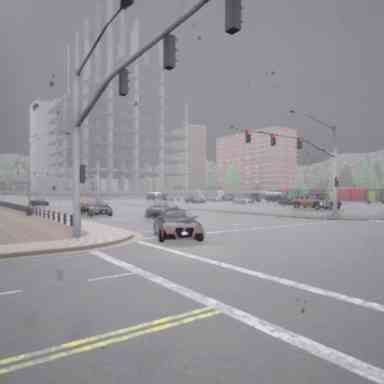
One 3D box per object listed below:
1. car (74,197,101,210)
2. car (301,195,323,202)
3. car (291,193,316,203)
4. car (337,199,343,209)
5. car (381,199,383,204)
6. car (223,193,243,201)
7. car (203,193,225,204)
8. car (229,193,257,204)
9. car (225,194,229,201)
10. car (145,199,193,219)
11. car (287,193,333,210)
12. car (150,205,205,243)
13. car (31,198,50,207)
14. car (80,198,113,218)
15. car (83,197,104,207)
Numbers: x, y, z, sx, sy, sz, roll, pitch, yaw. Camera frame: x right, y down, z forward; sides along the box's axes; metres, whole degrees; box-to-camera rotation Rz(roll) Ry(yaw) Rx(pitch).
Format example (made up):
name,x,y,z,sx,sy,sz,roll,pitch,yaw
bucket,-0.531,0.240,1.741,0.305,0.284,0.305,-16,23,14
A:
name,x,y,z,sx,sy,sz,roll,pitch,yaw
car,-13.640,1.476,43.194,1.882,1.535,5.008,0,0,-35
car,24.994,1.354,69.269,1.784,1.438,3.905,0,0,-35
car,22.593,1.144,67.647,1.932,1.855,4.605,0,0,-35
car,16.746,1.150,41.989,1.905,1.878,3.866,0,0,-35
car,32.737,1.147,53.363,1.905,1.878,3.866,0,0,-35
car,9.357,1.145,76.729,1.932,1.855,4.605,0,0,-35
car,4.834,1.388,73.464,1.970,1.475,3.806,0,0,-35
car,8.857,1.389,57.806,1.970,1.475,3.806,0,0,-35
car,7.197,1.356,75.137,1.784,1.438,3.905,0,0,-35
car,-2.177,1.562,27.115,1.994,1.385,4.181,0,0,-36
car,14.353,1.148,40.360,1.932,1.855,4.605,0,0,-35
car,-0.704,1.563,16.005,1.994,1.385,4.181,0,0,-12
car,-22.930,1.600,50.288,1.895,1.301,4.718,0,0,-35
car,-8.741,1.562,30.288,1.994,1.385,4.181,0,0,-36
car,-15.435,1.561,52.062,1.994,1.385,4.181,0,0,-36
